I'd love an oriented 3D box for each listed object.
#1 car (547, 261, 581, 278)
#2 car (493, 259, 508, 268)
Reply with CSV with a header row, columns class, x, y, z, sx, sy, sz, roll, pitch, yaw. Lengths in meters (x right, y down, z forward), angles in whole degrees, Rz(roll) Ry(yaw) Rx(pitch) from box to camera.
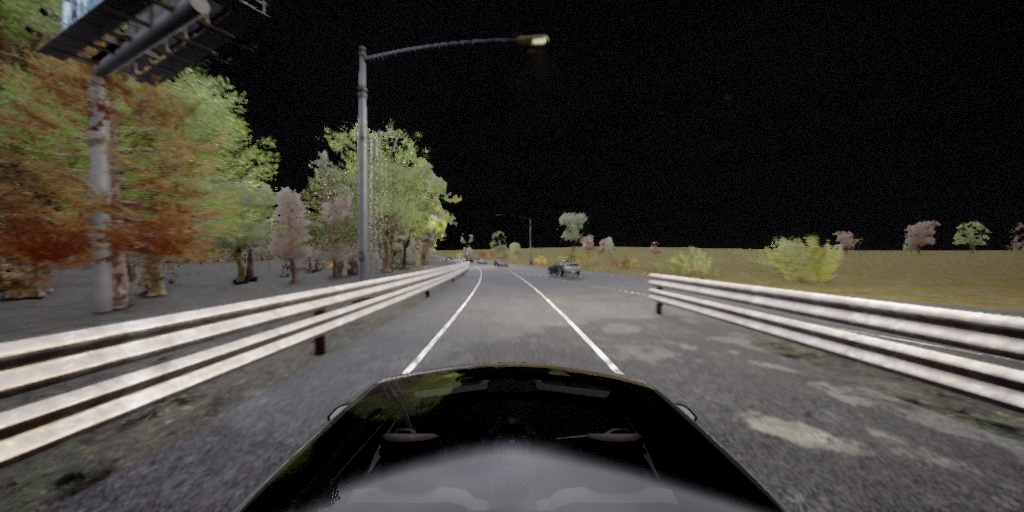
class,x,y,z,sx,sy,sz,roll,pitch,yaw
car,4.739,1.176,33.181,2.128,1.511,4.902,0,0,-13
car,-2.048,1.247,62.410,2.128,1.511,4.902,0,0,-13
